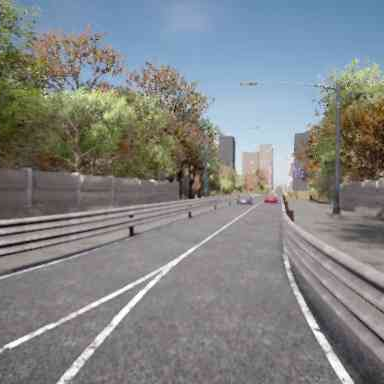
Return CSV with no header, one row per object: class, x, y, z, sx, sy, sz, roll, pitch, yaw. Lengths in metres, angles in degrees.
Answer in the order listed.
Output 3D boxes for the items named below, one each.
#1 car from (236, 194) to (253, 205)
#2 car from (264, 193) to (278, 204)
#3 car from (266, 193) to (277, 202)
car,7.464,1.015,46.760,1.812,1.442,4.674,1,0,15
car,12.366,1.071,52.304,1.994,1.385,4.181,1,0,15
car,14.920,0.977,61.932,1.882,1.535,5.008,1,0,15
